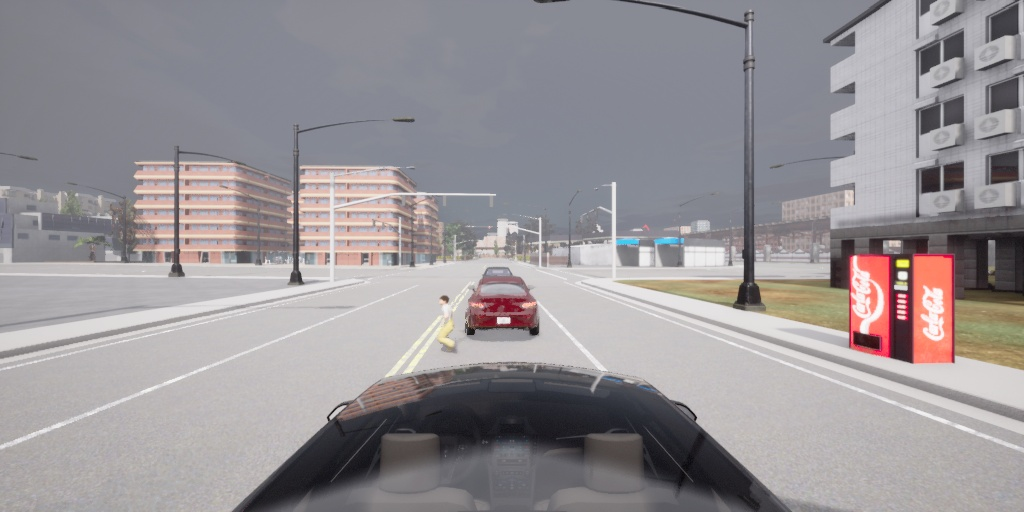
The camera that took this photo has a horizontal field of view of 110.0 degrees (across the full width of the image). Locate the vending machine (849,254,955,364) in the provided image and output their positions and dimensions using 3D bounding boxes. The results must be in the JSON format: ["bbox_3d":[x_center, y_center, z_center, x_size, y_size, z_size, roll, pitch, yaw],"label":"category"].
[{"bbox_3d":[7.204,0.945,6.696,1.100,2.100,0.880,0,0,-3],"label":"vending machine"}]

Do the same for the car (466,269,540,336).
[{"bbox_3d":[-0.298,1.276,10.306,1.812,1.442,4.674,0,0,-3],"label":"car"}]

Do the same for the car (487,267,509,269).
[{"bbox_3d":[-0.785,1.297,19.878,2.033,1.411,5.357,0,0,-3],"label":"car"}]

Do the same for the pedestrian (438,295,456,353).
[{"bbox_3d":[-1.311,1.324,7.292,0.375,1.300,0.375,0,0,-3],"label":"pedestrian"}]
